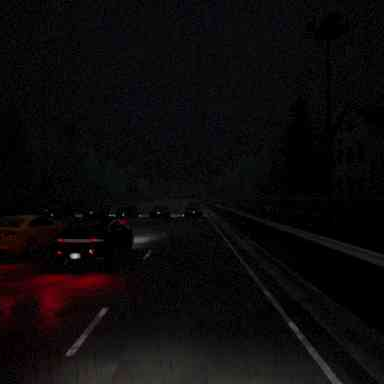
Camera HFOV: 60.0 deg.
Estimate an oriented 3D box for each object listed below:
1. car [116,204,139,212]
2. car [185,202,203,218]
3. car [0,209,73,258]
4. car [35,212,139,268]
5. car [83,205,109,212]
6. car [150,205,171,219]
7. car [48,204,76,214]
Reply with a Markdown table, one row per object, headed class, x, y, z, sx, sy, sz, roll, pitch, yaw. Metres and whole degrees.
| class | x | y | z | sx | sy | sz | roll | pitch | yaw |
| --- | --- | --- | --- | --- | --- | --- | --- | --- | --- |
| car | -6.918 | 2.058 | 35.993 | 1.837 | 1.490 | 4.892 | 0 | 0 | 0 |
| car | 0.179 | 2.138 | 37.082 | 1.994 | 1.385 | 4.181 | 0 | -1 | 0 |
| car | -6.875 | 1.686 | 13.759 | 1.882 | 1.535 | 5.008 | 0 | -1 | 0 |
| car | -3.379 | 1.676 | 12.067 | 2.128 | 1.511 | 4.902 | 0 | -1 | 0 |
| car | -10.417 | 2.119 | 36.359 | 1.994 | 1.385 | 4.181 | 0 | -1 | 1 |
| car | -3.418 | 2.119 | 36.004 | 1.994 | 1.385 | 4.181 | 0 | -1 | 0 |
| car | -13.923 | 2.045 | 35.496 | 1.837 | 1.490 | 4.892 | 0 | -1 | 0 |
